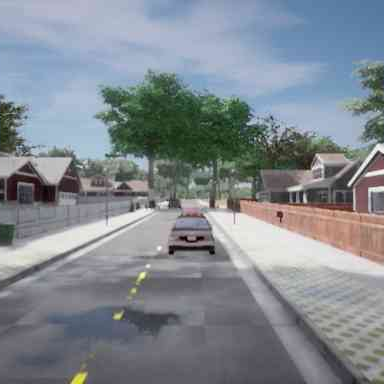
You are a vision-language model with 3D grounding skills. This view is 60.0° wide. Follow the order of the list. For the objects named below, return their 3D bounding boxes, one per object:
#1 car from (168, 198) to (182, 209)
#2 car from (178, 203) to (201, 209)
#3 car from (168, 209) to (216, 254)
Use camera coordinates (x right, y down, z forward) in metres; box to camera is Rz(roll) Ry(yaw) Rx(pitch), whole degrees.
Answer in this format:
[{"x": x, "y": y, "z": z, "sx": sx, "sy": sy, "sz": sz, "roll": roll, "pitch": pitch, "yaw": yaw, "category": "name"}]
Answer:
[{"x": -2.789, "y": 1.834, "z": 54.720, "sx": 2.097, "sy": 1.767, "sz": 4.553, "roll": 0, "pitch": 0, "yaw": 0, "category": "car"}, {"x": -0.017, "y": 1.871, "z": 29.150, "sx": 1.895, "sy": 1.301, "sz": 4.718, "roll": 0, "pitch": 0, "yaw": 0, "category": "car"}, {"x": -0.009, "y": 1.679, "z": 14.026, "sx": 2.033, "sy": 1.411, "sz": 5.357, "roll": 0, "pitch": -1, "yaw": 0, "category": "car"}]
